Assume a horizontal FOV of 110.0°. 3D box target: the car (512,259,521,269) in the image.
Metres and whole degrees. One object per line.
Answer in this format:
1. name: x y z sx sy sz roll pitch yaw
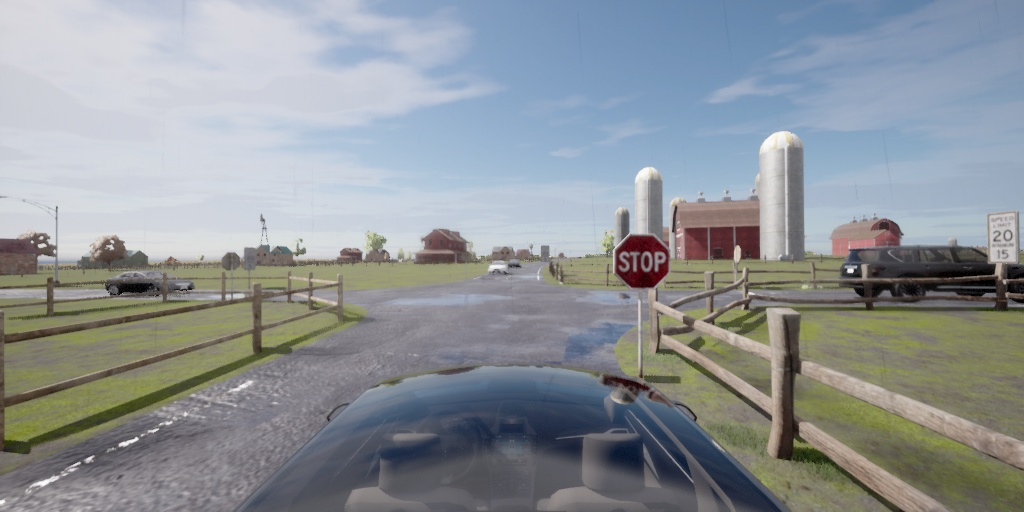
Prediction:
1. car: 0.336 1.197 56.765 1.882 1.535 5.008 0 0 7

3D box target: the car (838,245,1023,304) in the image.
1. car: 15.654 0.620 13.240 5.566 2.045 2.150 -1 -1 12

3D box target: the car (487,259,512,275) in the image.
1. car: -1.397 1.261 38.480 1.812 1.442 4.674 0 0 4

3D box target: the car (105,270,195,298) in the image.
1. car: -21.126 1.597 20.989 4.902 1.511 2.128 -1 -1 12
